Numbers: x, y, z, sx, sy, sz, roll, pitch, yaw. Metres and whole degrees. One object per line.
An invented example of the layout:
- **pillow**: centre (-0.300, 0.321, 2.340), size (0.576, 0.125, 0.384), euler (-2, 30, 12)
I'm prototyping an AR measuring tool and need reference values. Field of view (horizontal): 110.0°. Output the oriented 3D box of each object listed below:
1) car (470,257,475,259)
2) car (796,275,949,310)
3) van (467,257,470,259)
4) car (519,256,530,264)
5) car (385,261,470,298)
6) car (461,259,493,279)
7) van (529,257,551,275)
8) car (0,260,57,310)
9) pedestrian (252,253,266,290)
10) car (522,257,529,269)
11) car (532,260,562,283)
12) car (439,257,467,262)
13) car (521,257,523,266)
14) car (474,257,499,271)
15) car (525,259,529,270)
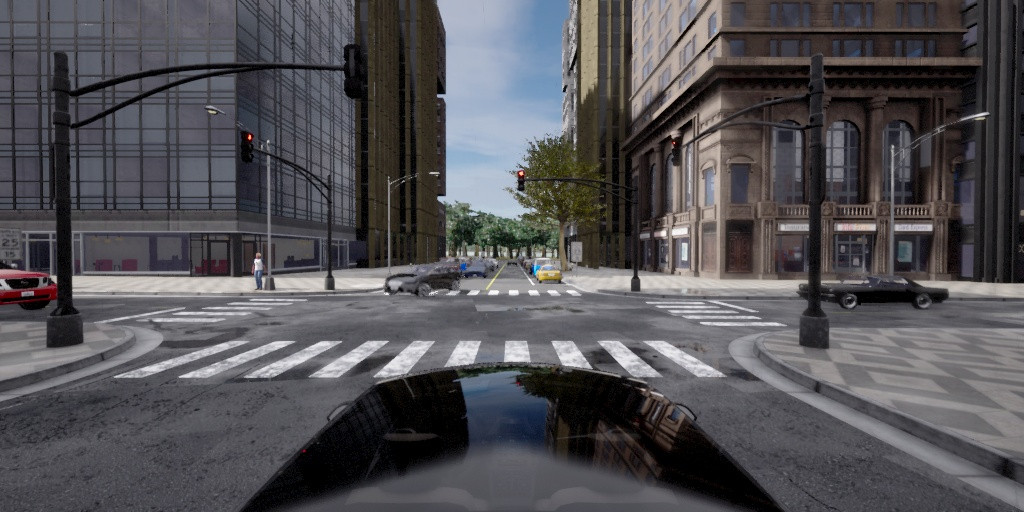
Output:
- **car**: centre (-5.800, 1.010, 44.014), size (2.192, 1.841, 5.009), euler (0, 0, 0)
- **car**: centre (14.698, 1.443, 14.844), size (4.718, 1.301, 1.895), euler (0, 1, 0)
- **van**: centre (-5.795, 1.049, 38.334), size (1.690, 1.789, 3.998), euler (0, 0, 0)
- **car**: centre (2.711, 1.201, 61.067), size (2.007, 1.370, 4.403), euler (0, 0, 0)
- **car**: centre (-4.395, 1.200, 18.407), size (2.128, 1.511, 4.902), euler (1, -1, 21)
- **car**: centre (-3.123, 1.266, 32.843), size (2.033, 1.411, 5.357), euler (0, 0, 0)
- **van**: centre (2.735, 1.059, 32.670), size (1.690, 1.789, 3.998), euler (0, 0, 0)
- **car**: centre (-18.383, 0.841, 11.542), size (5.566, 2.045, 2.150), euler (1, 1, 0)
- **pedestrian**: centre (-12.537, 0.740, 17.796), size (0.375, 1.860, 0.375), euler (0, 0, 0)
- **car**: centre (2.721, 1.207, 49.879), size (1.751, 1.417, 4.829), euler (0, 0, 0)
- **car**: centre (2.740, 1.253, 27.160), size (1.751, 1.417, 4.829), euler (0, 0, 0)
- **car**: centre (-5.790, 1.033, 32.654), size (2.192, 1.841, 5.009), euler (0, 0, 0)
- **car**: centre (2.716, 1.211, 55.388), size (1.888, 1.381, 4.507), euler (0, 0, 0)
- **car**: centre (-3.128, 1.187, 44.000), size (2.128, 1.511, 4.902), euler (0, 0, 0)
- **car**: centre (2.730, 1.274, 38.349), size (1.948, 1.339, 4.313), euler (0, 0, 0)
